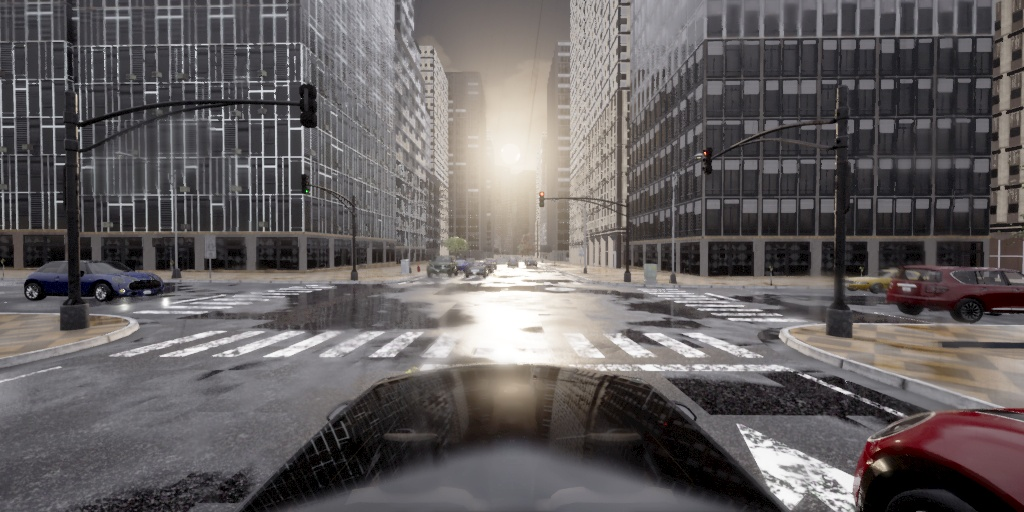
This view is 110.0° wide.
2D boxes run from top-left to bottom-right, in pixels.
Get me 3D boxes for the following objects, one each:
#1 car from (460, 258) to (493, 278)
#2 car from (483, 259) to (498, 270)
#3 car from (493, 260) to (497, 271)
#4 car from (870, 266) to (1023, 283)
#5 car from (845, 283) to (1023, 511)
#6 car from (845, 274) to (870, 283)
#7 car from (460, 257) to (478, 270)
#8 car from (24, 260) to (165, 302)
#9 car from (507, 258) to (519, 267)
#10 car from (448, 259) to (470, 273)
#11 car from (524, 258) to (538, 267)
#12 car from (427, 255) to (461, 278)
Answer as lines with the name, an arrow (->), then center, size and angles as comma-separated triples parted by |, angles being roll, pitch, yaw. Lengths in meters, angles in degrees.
car -> -3.246, 1.224, 33.941 | 2.128, 1.511, 4.902 | 0, 0, 1
car -> -3.176, 1.261, 53.925 | 2.033, 1.411, 5.357 | 0, 0, 0
car -> -3.218, 1.325, 43.222 | 1.895, 1.301, 4.718 | 0, 0, 0
car -> 16.224, 1.281, 12.525 | 5.009, 1.841, 2.192 | 0, 0, 1
car -> 3.253, 1.103, 0.410 | 2.097, 1.767, 4.553 | 0, 0, 0
car -> 21.862, 1.409, 20.791 | 4.829, 1.417, 1.751 | 0, 0, 1
car -> -6.423, 1.065, 53.816 | 2.097, 1.767, 4.553 | 0, 0, 0
car -> -18.151, 0.971, 15.742 | 4.553, 1.767, 2.097 | 1, 1, 3
car -> 0.199, 1.267, 63.362 | 1.994, 1.385, 4.181 | 0, 0, 0
car -> -6.464, 1.201, 44.148 | 1.882, 1.535, 5.008 | 0, 0, 0
car -> 3.449, 1.303, 63.380 | 1.895, 1.301, 4.718 | 0, 0, 0
car -> -6.487, 0.954, 34.183 | 2.150, 2.045, 5.566 | 0, 0, 0
